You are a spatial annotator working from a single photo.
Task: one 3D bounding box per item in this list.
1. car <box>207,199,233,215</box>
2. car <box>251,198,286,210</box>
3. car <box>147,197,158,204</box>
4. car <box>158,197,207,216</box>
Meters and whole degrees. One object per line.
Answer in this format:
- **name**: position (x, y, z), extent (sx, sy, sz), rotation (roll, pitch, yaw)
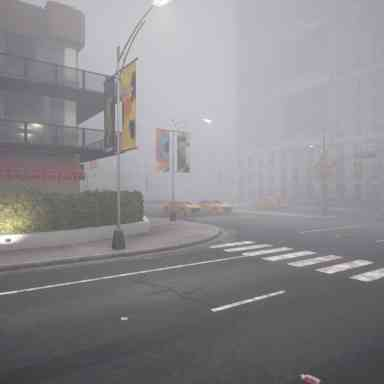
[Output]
- **car**: position (2.090, 1.478, 34.307), extent (1.882, 1.535, 5.008), rotation (0, 0, -35)
- **car**: position (9.960, 1.477, 43.424), extent (1.882, 1.535, 5.008), rotation (0, 0, -35)
- **car**: position (-6.142, 1.601, 59.288), extent (4.718, 1.301, 1.895), rotation (0, 0, 42)
- **car**: position (-1.037, 1.478, 32.669), extent (1.882, 1.535, 5.008), rotation (0, 0, -35)
